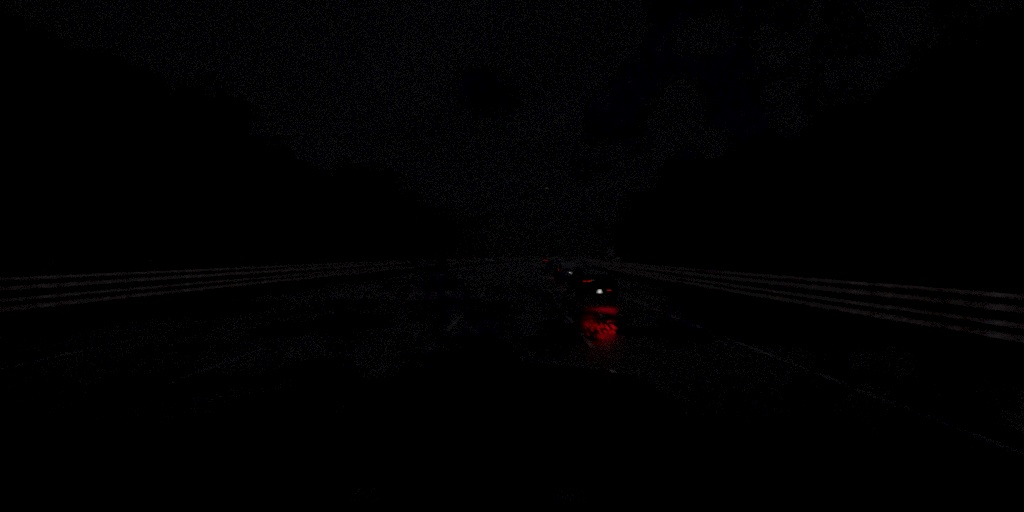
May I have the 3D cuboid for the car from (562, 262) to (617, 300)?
[{"bbox_3d":[3.749,1.239,17.453,1.837,1.490,4.892,0,0,2],"label":"car"}]

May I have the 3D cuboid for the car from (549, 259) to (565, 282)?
[{"bbox_3d":[4.281,1.217,28.145,2.163,1.488,4.792,0,0,4],"label":"car"}]

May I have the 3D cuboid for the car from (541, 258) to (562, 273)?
[{"bbox_3d":[4.730,1.217,39.575,1.812,1.442,4.674,1,0,-10],"label":"car"}]
